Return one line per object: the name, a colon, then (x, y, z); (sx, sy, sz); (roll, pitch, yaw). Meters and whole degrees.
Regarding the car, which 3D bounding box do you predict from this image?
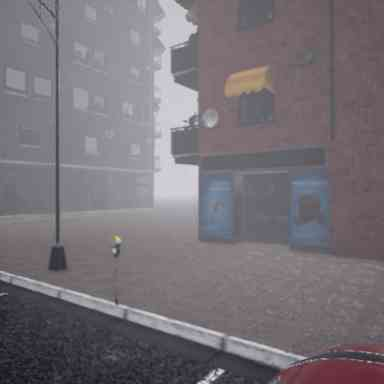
car: (2.088, 1.439, 1.387); (4.097, 1.590, 1.967); (0, 0, 36)
